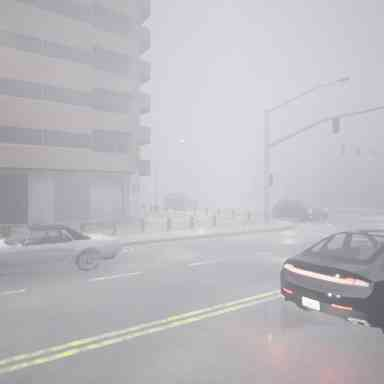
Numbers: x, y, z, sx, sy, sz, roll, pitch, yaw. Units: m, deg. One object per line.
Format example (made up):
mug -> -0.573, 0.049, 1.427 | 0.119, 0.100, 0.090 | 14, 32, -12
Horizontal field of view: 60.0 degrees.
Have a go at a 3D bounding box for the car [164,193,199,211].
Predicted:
car -> -1.399, 1.160, 40.470 | 2.150, 2.045, 5.566 | 0, 0, -34

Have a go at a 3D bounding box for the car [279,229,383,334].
car -> 3.813, 1.490, 6.463 | 4.902, 1.511, 2.128 | 0, 0, -35

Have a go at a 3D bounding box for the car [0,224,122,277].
car -> -4.507, 1.600, 9.319 | 4.718, 1.301, 1.895 | 0, 0, -35

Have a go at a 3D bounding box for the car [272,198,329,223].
car -> 8.252, 1.299, 25.553 | 2.097, 1.767, 4.553 | 0, 0, -24
